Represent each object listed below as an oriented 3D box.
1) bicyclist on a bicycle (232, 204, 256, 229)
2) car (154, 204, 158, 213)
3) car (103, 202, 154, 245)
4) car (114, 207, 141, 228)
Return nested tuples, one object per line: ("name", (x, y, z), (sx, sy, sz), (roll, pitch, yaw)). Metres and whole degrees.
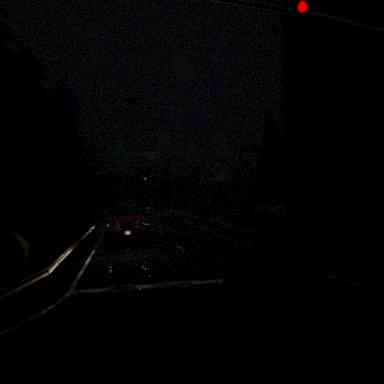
("bicyclist on a bicycle", (3.386, 1.594, 21.785), (1.656, 1.620, 0.582), (-1, -1, -11))
("car", (-6.331, 2.475, 51.389), (2.033, 1.411, 5.357), (-1, -1, -11))
("car", (-3.535, 1.597, 18.218), (2.150, 2.045, 5.566), (-1, -1, -11))
("car", (-5.561, 2.121, 28.565), (2.033, 1.411, 5.357), (-1, -1, -11))
